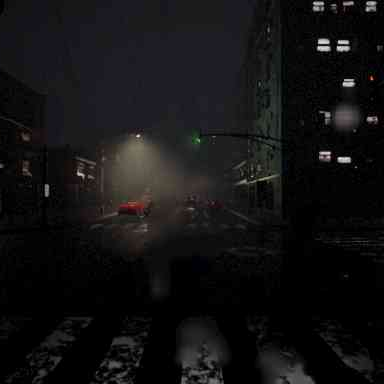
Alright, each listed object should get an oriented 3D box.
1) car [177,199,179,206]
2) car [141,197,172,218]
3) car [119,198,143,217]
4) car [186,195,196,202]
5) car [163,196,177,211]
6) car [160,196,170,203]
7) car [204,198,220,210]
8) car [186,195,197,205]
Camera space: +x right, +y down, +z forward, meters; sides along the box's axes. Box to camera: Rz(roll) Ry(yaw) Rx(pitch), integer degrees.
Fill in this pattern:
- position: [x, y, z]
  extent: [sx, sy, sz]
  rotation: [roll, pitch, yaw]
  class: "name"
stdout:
- position: [-3.209, 1.518, 53.794]
  extent: [1.837, 1.490, 4.892]
  rotation: [0, 0, 0]
  class: "car"
- position: [-3.164, 1.512, 30.414]
  extent: [1.837, 1.490, 4.892]
  rotation: [0, 0, 0]
  class: "car"
- position: [-5.830, 1.553, 31.907]
  extent: [1.887, 1.381, 4.507]
  rotation: [1, 0, 0]
  class: "car"
- position: [-0.169, 1.390, 70.017]
  extent: [2.033, 1.411, 5.357]
  rotation: [0, 0, 0]
  class: "car"
- position: [-3.185, 1.487, 40.502]
  extent: [1.882, 1.535, 5.008]
  rotation: [0, 0, 0]
  class: "car"
- position: [-5.850, 1.601, 71.709]
  extent: [1.802, 1.307, 4.206]
  rotation: [1, 0, 0]
  class: "car"
- position: [2.601, 1.450, 43.357]
  extent: [1.967, 1.590, 4.097]
  rotation: [1, 0, 0]
  class: "car"
- position: [-0.143, 1.562, 59.591]
  extent: [2.033, 1.411, 5.357]
  rotation: [0, 0, 0]
  class: "car"
